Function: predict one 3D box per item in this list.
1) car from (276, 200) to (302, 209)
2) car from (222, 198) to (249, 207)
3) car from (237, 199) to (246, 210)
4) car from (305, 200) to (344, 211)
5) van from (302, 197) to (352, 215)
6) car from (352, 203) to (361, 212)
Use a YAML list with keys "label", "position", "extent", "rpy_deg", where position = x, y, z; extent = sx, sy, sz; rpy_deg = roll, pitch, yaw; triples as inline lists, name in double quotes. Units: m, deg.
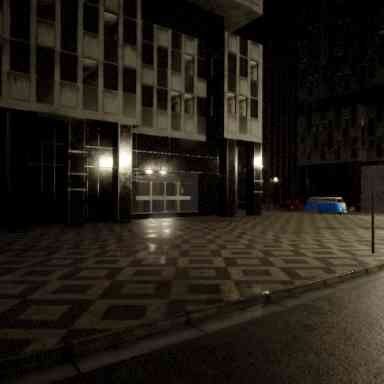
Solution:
- label: "car"
  position: [14.112, 1.817, 48.327]
  extent: [1.802, 1.307, 4.206]
  rpy_deg: [0, 0, -36]
- label: "car"
  position: [7.442, 1.838, 57.655]
  extent: [1.752, 1.417, 4.829]
  rpy_deg: [0, 0, -36]
- label: "car"
  position: [7.182, 1.705, 43.362]
  extent: [1.887, 1.381, 4.507]
  rpy_deg: [0, 0, -36]
- label: "car"
  position: [17.397, 1.748, 43.732]
  extent: [2.008, 1.369, 4.403]
  rpy_deg: [0, 0, -36]
- label: "van"
  position: [13.753, 1.424, 34.173]
  extent: [1.690, 1.788, 3.998]
  rpy_deg: [0, 0, -36]
- label: "car"
  position: [20.683, 1.723, 39.137]
  extent: [1.947, 1.339, 4.313]
  rpy_deg: [0, 0, -36]
